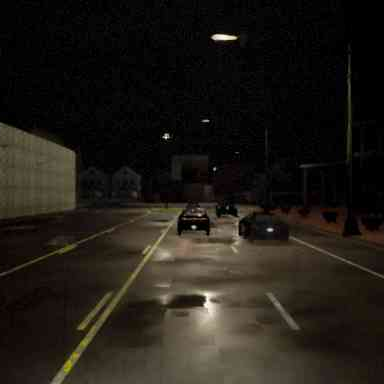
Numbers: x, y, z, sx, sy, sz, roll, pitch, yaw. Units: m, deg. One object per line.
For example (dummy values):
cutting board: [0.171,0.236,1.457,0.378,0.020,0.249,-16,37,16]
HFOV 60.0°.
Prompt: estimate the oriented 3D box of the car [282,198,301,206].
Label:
car: [21.386,2.020,71.670,4.553,1.767,2.097,0,-1,-39]

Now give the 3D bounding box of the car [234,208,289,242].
car: [3.604,1.744,17.349,1.994,1.385,4.181,0,-1,0]

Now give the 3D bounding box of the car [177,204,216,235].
car: [0.105,1.703,20.325,2.128,1.511,4.902,0,-1,0]

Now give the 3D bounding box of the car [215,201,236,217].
car: [3.631,1.725,36.078,2.097,1.767,4.553,0,-1,1]
